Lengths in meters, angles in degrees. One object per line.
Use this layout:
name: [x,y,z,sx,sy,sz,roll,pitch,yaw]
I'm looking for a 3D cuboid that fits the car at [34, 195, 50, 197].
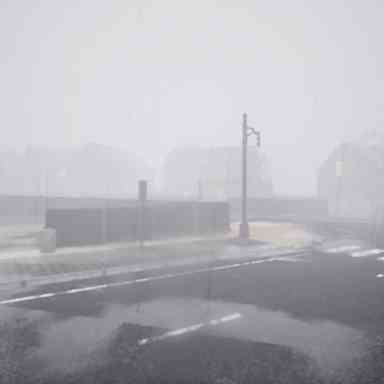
car: [-13.254,1.010,29.118,5.357,1.411,2.033,1,0,19]
